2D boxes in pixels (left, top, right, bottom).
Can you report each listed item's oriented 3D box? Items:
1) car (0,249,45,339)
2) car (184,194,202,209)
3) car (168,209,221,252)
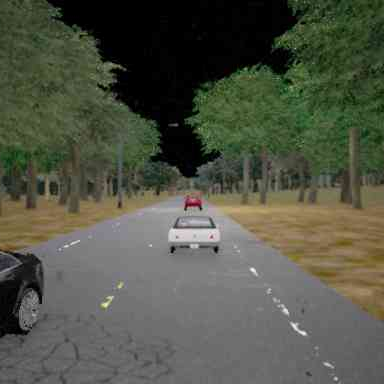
[{"bbox_3d":[-3.497,1.499,3.925,2.128,1.511,4.902,0,0,0],"label":"car"},{"bbox_3d":[0.139,1.214,43.448,2.150,2.045,5.566,0,0,0],"label":"car"},{"bbox_3d":[0.097,1.612,13.845,1.895,1.301,4.718,0,0,0],"label":"car"}]
